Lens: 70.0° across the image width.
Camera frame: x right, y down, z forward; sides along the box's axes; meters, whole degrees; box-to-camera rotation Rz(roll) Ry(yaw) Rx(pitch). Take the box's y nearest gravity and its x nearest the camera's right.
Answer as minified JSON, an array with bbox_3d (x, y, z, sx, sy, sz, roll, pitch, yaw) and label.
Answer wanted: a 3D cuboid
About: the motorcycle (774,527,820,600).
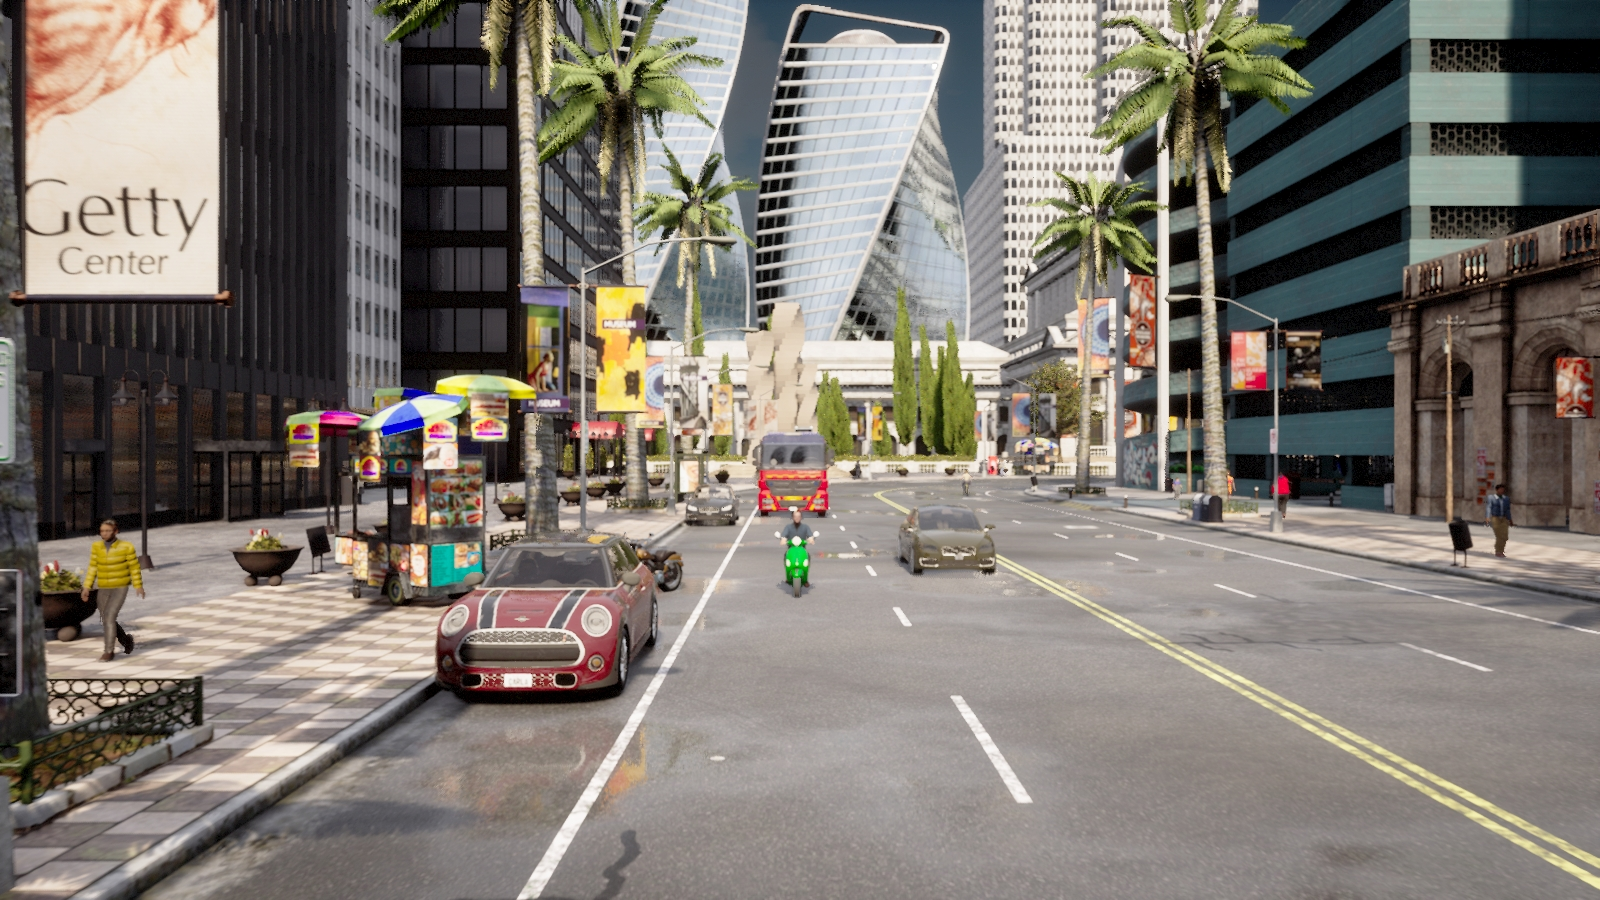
[{"bbox_3d":[-0.059,2.190,22.296,0.856,1.236,1.805,0,0,0],"label":"motorcycle"}]

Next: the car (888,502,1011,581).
[{"bbox_3d":[3.404,2.071,27.029,2.231,1.480,4.892,0,0,-1],"label":"car"}]

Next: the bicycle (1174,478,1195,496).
[{"bbox_3d":[23.717,2.281,70.445,0.859,1.080,1.487,0,0,4],"label":"bicycle"}]

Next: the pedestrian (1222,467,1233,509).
[{"bbox_3d":[19.148,1.715,51.175,0.375,1.860,0.375,0,0,3],"label":"pedestrian"}]

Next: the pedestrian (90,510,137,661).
[{"bbox_3d":[-8.676,1.702,14.448,0.375,1.860,0.375,0,0,0],"label":"pedestrian"}]

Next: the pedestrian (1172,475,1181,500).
[{"bbox_3d":[20.081,1.998,60.902,0.375,1.300,0.375,0,0,1],"label":"pedestrian"}]

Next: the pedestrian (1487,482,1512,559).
[{"bbox_3d":[17.071,1.707,27.883,0.375,1.860,0.375,0,0,4],"label":"pedestrian"}]

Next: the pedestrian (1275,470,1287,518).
[{"bbox_3d":[18.668,1.714,44.364,0.375,1.860,0.375,0,0,13],"label":"pedestrian"}]

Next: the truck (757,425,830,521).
[{"bbox_3d":[-0.286,0.908,49.678,2.891,3.827,8.468,0,0,0],"label":"truck"}]
